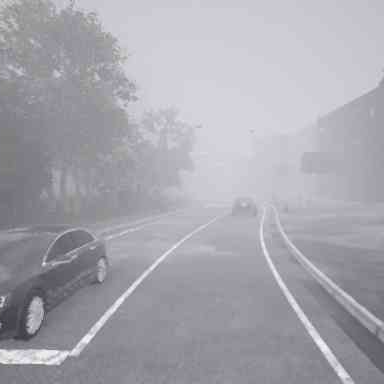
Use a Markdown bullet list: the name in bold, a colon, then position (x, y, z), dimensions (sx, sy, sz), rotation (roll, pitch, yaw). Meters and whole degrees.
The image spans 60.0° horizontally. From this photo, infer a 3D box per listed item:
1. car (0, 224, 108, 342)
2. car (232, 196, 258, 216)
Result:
- **car**: position (-3.150, 1.464, 6.581), dimensions (1.837, 1.490, 4.892), rotation (0, 0, 5)
- **car**: position (4.923, 1.158, 30.457), dimensions (2.097, 1.767, 4.553), rotation (1, 1, 13)
